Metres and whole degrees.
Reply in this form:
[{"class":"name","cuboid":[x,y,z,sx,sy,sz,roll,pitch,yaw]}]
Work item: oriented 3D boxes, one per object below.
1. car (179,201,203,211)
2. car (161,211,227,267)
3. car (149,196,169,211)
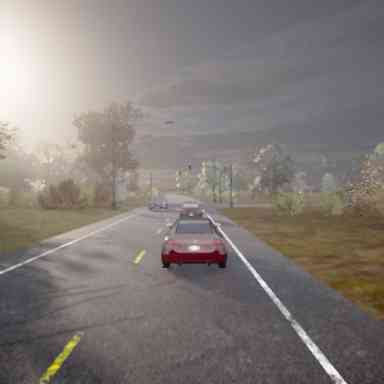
[{"class":"car","cuboid":[-0.087,1.480,26.623,1.812,1.442,4.674,0,0,-1]},{"class":"car","cuboid":[0.057,1.544,11.340,1.994,1.385,4.181,0,0,0]},{"class":"car","cuboid":[-3.883,1.207,39.347,2.097,1.767,4.553,0,0,-1]}]
